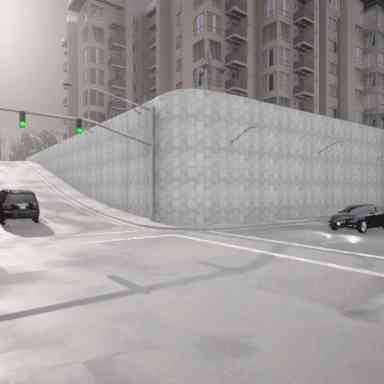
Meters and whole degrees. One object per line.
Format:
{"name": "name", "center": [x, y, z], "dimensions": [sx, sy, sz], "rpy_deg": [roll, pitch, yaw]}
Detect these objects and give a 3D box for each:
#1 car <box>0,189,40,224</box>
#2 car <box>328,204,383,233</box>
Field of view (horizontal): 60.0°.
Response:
{"name": "car", "center": [-11.661, 0.803, 22.017], "dimensions": [2.150, 2.045, 5.566], "rpy_deg": [0, 5, -36]}
{"name": "car", "center": [10.061, 1.505, 19.748], "dimensions": [4.892, 1.490, 1.837], "rpy_deg": [0, 0, -35]}
